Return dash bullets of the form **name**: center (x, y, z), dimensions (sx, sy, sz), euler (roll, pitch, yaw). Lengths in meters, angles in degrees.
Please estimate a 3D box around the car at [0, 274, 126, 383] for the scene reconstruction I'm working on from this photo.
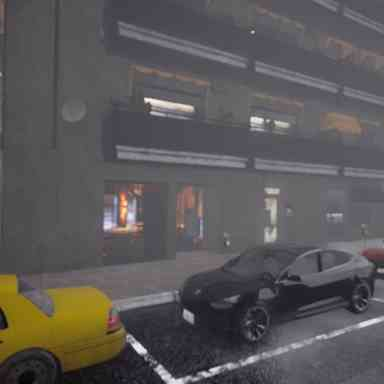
- **car**: center (-3.216, 1.615, 3.690), dimensions (4.829, 1.417, 1.752), euler (1, -1, -30)

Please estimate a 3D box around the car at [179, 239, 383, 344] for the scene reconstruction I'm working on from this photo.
- **car**: center (1.827, 1.719, 6.636), dimensions (4.313, 1.339, 1.947), euler (1, -1, -30)
